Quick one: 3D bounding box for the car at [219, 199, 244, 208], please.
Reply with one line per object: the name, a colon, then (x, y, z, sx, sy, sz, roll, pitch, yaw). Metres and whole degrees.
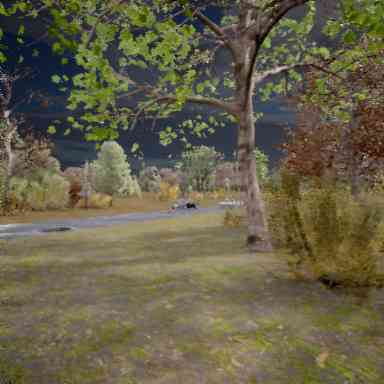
car: (5.547, 1.644, 47.593, 1.895, 1.301, 4.718, 0, 0, 28)

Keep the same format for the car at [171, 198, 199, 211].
car: (-0.825, 1.534, 42.116, 2.128, 1.511, 4.902, 0, 0, 28)

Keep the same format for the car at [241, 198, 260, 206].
car: (9.886, 1.652, 56.076, 1.895, 1.301, 4.718, 0, 0, 27)
